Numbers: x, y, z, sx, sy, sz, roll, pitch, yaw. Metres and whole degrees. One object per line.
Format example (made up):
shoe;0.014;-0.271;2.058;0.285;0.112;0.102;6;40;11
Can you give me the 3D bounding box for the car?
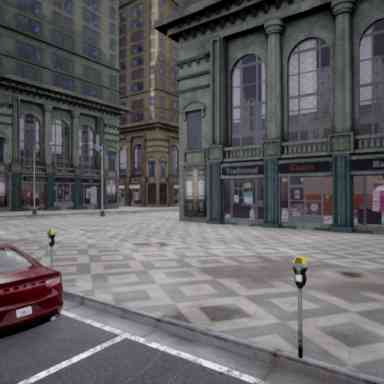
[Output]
car;-4.164;1.545;5.956;4.507;1.381;1.887;0;0;36
